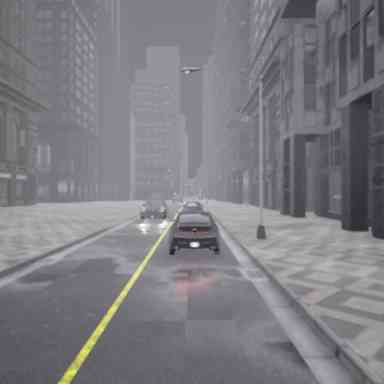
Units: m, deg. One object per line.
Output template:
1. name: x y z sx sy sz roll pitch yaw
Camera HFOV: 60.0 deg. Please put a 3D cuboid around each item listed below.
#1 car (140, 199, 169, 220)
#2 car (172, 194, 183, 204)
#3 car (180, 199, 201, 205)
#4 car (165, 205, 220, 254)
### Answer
1. car: -3.108 1.382 28.372 2.097 1.767 4.553 0 0 0
2. car: -3.027 1.497 70.273 2.150 2.045 5.566 0 -1 0
3. car: 0.087 1.560 29.870 1.812 1.442 4.674 0 0 0
4. car: 0.092 1.503 13.502 1.837 1.490 4.892 0 0 0
